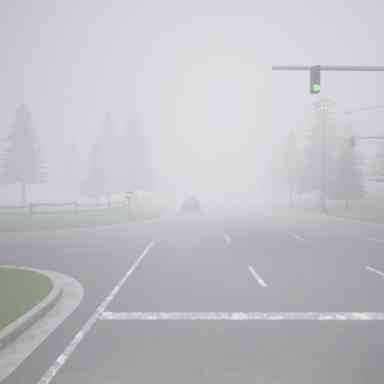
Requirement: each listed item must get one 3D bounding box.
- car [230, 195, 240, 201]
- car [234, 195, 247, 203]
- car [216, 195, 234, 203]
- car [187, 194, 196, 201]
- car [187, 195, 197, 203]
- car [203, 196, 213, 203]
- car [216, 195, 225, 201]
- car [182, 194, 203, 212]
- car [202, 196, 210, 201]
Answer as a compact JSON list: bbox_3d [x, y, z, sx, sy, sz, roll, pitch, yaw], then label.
[{"bbox_3d":[10.404,1.522,80.713,1.994,1.385,4.181,0,0,0],"label":"car"},{"bbox_3d":[10.416,1.636,70.710,1.812,1.442,4.674,0,0,0],"label":"car"},{"bbox_3d":[6.916,1.651,70.289,2.033,1.411,5.357,0,0,0],"label":"car"},{"bbox_3d":[-0.096,1.324,80.671,2.097,1.767,4.553,0,0,0],"label":"car"},{"bbox_3d":[-0.084,1.467,70.668,2.097,1.767,4.553,0,0,0],"label":"car"},{"bbox_3d":[3.416,1.665,70.701,1.994,1.385,4.181,0,0,0],"label":"car"},{"bbox_3d":[6.904,1.522,80.709,1.994,1.385,4.181,0,0,0],"label":"car"},{"bbox_3d":[-0.047,1.419,39.631,2.097,1.767,4.553,0,0,0],"label":"car"},{"bbox_3d":[3.404,1.564,80.735,1.895,1.301,4.718,0,0,0],"label":"car"}]
